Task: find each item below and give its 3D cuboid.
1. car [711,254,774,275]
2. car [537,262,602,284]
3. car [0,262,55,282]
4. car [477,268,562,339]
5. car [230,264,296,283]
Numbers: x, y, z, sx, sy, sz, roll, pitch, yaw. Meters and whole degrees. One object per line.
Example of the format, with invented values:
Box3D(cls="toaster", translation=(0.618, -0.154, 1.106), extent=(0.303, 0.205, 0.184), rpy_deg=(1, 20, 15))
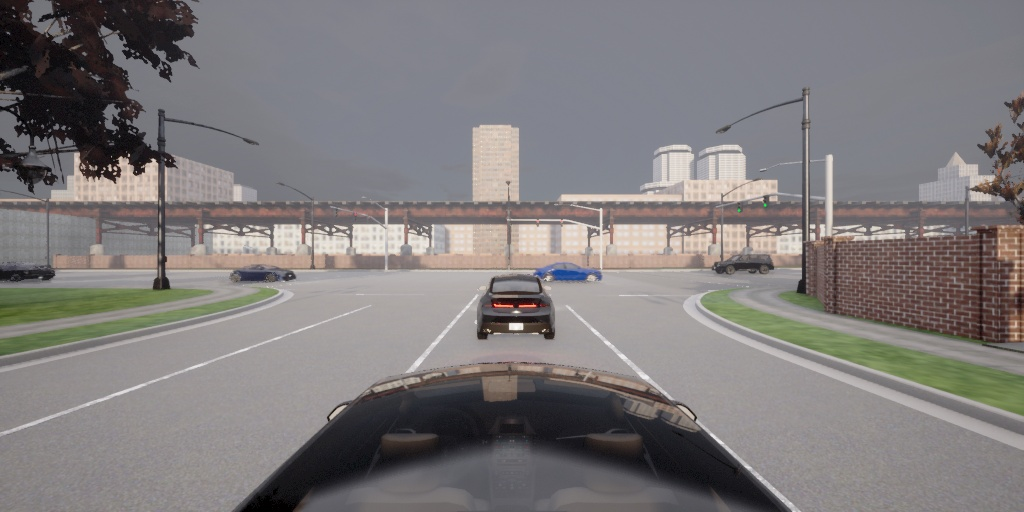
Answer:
Box3D(cls="car", translation=(23.557, 0.835, 36.650), extent=(5.566, 2.045, 2.150), rpy_deg=(-1, 0, 3))
Box3D(cls="car", translation=(4.096, 1.204, 26.487), extent=(5.008, 1.535, 1.882), rpy_deg=(0, 0, 2))
Box3D(cls="car", translation=(-38.541, 1.349, 27.715), extent=(4.718, 1.301, 1.895), rpy_deg=(0, 0, 2))
Box3D(cls="car", translation=(0.094, 1.256, 10.049), extent=(1.837, 1.490, 4.892), rpy_deg=(0, 0, 0))
Box3D(cls="car", translation=(-18.752, 1.314, 27.103), extent=(4.181, 1.385, 1.994), rpy_deg=(0, 0, 2))
